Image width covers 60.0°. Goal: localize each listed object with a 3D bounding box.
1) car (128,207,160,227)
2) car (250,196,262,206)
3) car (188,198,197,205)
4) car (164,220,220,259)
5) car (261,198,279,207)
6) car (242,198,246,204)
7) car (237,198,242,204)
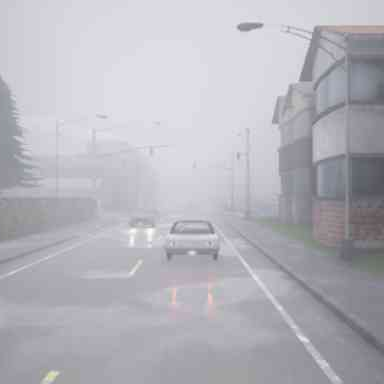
[{"bbox_3d":[-3.507,1.832,25.459,2.033,1.411,5.357,0,-1,0],"label":"car"},{"bbox_3d":[14.178,1.880,63.912,5.027,1.636,2.152,0,-1,0],"label":"car"},{"bbox_3d":[0.016,2.178,79.632,2.097,1.767,4.553,0,-1,0],"label":"car"},{"bbox_3d":[0.018,1.749,13.209,1.895,1.301,4.718,0,-1,0],"label":"car"},{"bbox_3d":[14.501,1.888,57.494,3.806,1.475,1.970,0,-1,0],"label":"car"},{"bbox_3d":[14.179,1.946,76.706,3.866,1.878,1.905,0,-1,0],"label":"car"},{"bbox_3d":[13.767,1.998,79.611,4.605,1.855,1.932,0,-1,0],"label":"car"}]
